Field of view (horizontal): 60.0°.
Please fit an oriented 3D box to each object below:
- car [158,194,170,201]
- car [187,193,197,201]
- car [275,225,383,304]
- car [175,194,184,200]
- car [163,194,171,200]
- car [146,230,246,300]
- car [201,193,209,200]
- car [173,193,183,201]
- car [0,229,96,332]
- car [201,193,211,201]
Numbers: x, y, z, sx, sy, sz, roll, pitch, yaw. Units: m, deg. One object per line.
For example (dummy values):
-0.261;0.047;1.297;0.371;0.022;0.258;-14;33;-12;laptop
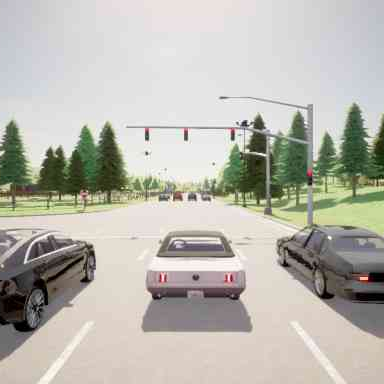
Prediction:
-6.942;1.347;81.006;2.097;1.767;4.553;0;0;0;car
0.058;1.217;80.644;2.150;2.045;5.566;0;0;0;car
3.586;1.547;8.369;2.033;1.411;5.357;0;0;0;car
-3.434;1.357;91.037;2.128;1.511;4.902;0;0;0;car
-6.934;1.332;91.039;1.837;1.490;4.892;0;0;0;car
0.085;1.601;8.343;1.895;1.301;4.718;0;0;0;car
3.566;1.187;91.002;2.097;1.767;4.553;0;0;0;car
-3.442;1.217;80.647;2.150;2.045;5.566;0;0;0;car
-3.425;1.492;6.805;2.128;1.511;4.902;0;0;0;car
3.558;1.517;80.612;2.128;1.511;4.902;0;0;0;car
